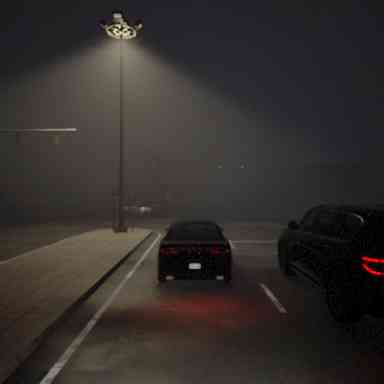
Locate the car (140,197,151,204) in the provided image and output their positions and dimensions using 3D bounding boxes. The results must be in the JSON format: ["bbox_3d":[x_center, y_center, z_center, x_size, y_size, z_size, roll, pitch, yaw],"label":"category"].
[{"bbox_3d":[-11.470,2.093,82.121,1.837,1.490,4.892,0,0,0],"label":"car"}]

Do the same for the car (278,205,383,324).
[{"bbox_3d":[3.570,1.277,7.373,2.150,2.045,5.566,0,0,0],"label":"car"}]

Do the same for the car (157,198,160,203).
[{"bbox_3d":[-7.972,2.106,76.643,1.994,1.385,4.181,0,0,0],"label":"car"}]

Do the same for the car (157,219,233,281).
[{"bbox_3d":[0.078,1.551,10.078,1.882,1.535,5.008,0,0,0],"label":"car"}]

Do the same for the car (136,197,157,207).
[{"bbox_3d":[-8.050,1.920,59.187,2.128,1.511,4.902,0,0,0],"label":"car"}]

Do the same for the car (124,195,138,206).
[{"bbox_3d":[-11.506,1.683,63.993,2.150,2.045,5.566,0,0,1],"label":"car"}]
